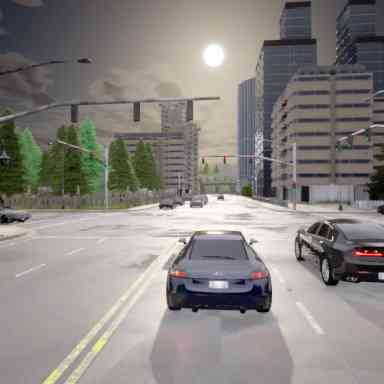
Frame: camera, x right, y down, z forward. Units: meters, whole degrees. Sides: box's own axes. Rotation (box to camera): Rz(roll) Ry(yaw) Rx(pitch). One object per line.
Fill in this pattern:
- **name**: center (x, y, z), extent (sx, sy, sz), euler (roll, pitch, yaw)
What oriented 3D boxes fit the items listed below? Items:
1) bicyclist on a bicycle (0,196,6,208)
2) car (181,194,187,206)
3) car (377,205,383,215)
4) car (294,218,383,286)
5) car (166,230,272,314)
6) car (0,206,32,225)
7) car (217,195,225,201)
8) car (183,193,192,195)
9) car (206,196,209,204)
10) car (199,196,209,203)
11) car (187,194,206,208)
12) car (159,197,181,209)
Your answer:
- **bicyclist on a bicycle**: center (-22.306, 1.301, 38.971), extent (0.582, 1.620, 1.656), euler (0, 0, 5)
- **car**: center (-2.300, 1.547, 54.778), extent (2.033, 1.411, 5.357), euler (0, 0, 5)
- **car**: center (20.371, 1.478, 31.618), extent (5.008, 1.535, 1.882), euler (0, 0, 5)
- **car**: center (4.233, 1.505, 9.346), extent (1.837, 1.490, 4.892), euler (0, 0, 5)
- **car**: center (0.600, 1.564, 7.730), extent (1.994, 1.385, 4.181), euler (0, 0, 4)
- **car**: center (-14.034, 1.601, 23.660), extent (4.718, 1.301, 1.895), euler (0, 0, 7)
- **car**: center (7.431, 1.500, 85.849), extent (1.837, 1.490, 4.892), euler (0, 0, 5)
- **car**: center (-0.993, 1.222, 69.230), extent (2.150, 2.045, 5.566), euler (0, 0, 5)
- **car**: center (1.500, 1.352, 58.043), extent (2.097, 1.767, 4.553), euler (0, 0, 5)
- **car**: center (2.443, 1.505, 68.413), extent (1.837, 1.490, 4.892), euler (0, 0, 5)
- **car**: center (0.718, 1.505, 48.952), extent (1.837, 1.490, 4.892), euler (0, 0, 5)
- **car**: center (-3.151, 1.547, 44.740), extent (2.033, 1.411, 5.357), euler (0, 0, 5)
